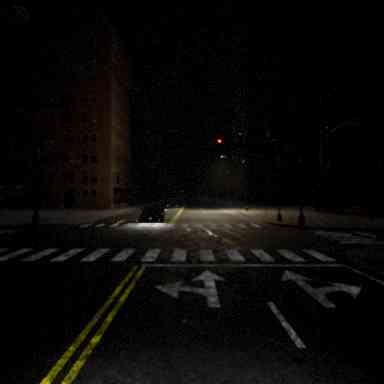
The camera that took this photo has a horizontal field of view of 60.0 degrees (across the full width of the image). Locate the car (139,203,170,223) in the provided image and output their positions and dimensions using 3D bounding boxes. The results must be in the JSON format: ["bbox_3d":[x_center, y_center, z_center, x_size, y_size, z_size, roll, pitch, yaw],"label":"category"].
[{"bbox_3d":[-3.251,1.893,28.109,1.994,1.385,4.181,0,0,0],"label":"car"}]

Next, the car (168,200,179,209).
[{"bbox_3d":[-3.252,2.118,55.960,1.837,1.490,4.892,0,1,0],"label":"car"}]
